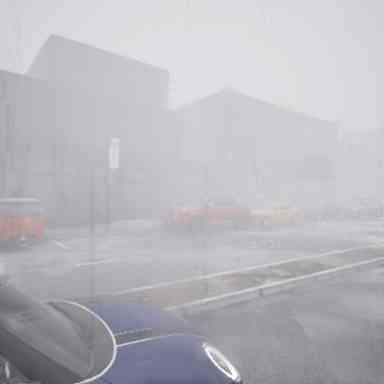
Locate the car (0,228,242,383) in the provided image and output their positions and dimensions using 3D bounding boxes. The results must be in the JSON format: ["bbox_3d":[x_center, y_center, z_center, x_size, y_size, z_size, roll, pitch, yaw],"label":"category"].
[{"bbox_3d":[-1.748,1.352,2.193,4.553,1.767,2.097,0,0,-36],"label":"car"}]

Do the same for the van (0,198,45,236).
[{"bbox_3d":[-8.129,1.225,12.725,4.442,1.987,1.878,0,0,-36],"label":"van"}]

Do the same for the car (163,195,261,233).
[{"bbox_3d":[1.024,1.211,19.290,5.566,2.045,2.435,0,0,-36],"label":"car"}]

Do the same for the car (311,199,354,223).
[{"bbox_3d":[9.929,1.475,25.678,4.892,1.521,2.231,0,0,-36],"label":"car"}]

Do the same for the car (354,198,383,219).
[{"bbox_3d":[14.440,1.354,28.912,4.553,1.767,2.185,0,0,-36],"label":"car"}]

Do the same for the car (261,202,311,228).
[{"bbox_3d":[5.439,1.468,22.457,5.008,1.535,2.097,0,0,-36],"label":"car"}]
